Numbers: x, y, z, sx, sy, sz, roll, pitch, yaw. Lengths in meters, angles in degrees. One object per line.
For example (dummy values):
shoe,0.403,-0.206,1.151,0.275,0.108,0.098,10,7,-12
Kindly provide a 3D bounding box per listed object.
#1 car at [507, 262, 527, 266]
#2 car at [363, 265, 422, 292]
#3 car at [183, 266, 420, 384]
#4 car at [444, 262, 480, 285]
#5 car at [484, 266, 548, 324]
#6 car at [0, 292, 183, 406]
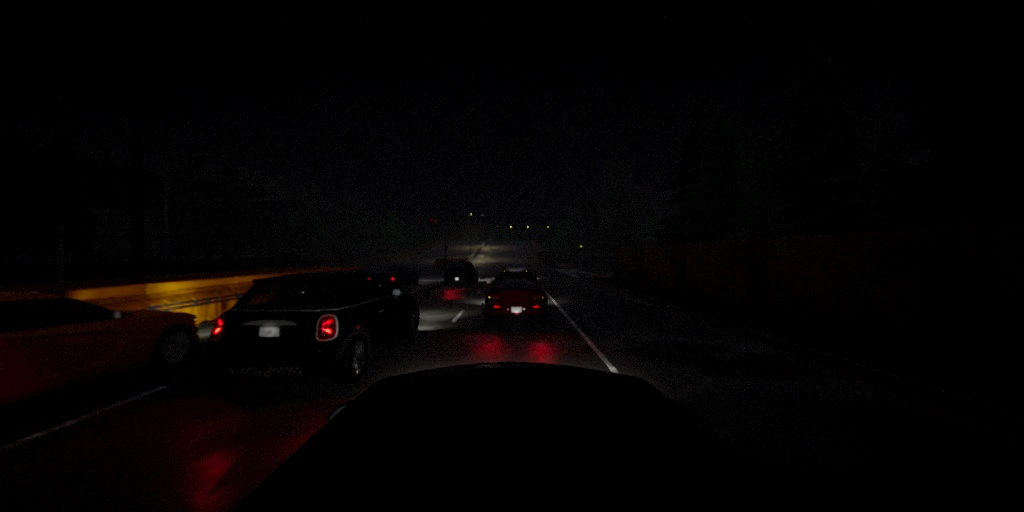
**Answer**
car,0.343,1.129,25.746,1.812,1.442,4.674,0,0,3
car,-6.868,1.230,21.124,1.895,1.301,4.718,0,0,0
car,-3.391,1.068,7.167,2.097,1.767,4.553,0,0,1
car,-3.362,1.116,24.280,1.837,1.490,4.892,0,0,0
car,0.119,1.215,11.618,1.812,1.442,4.674,0,0,0
car,-6.895,1.208,4.769,1.882,1.535,5.008,0,-1,0
